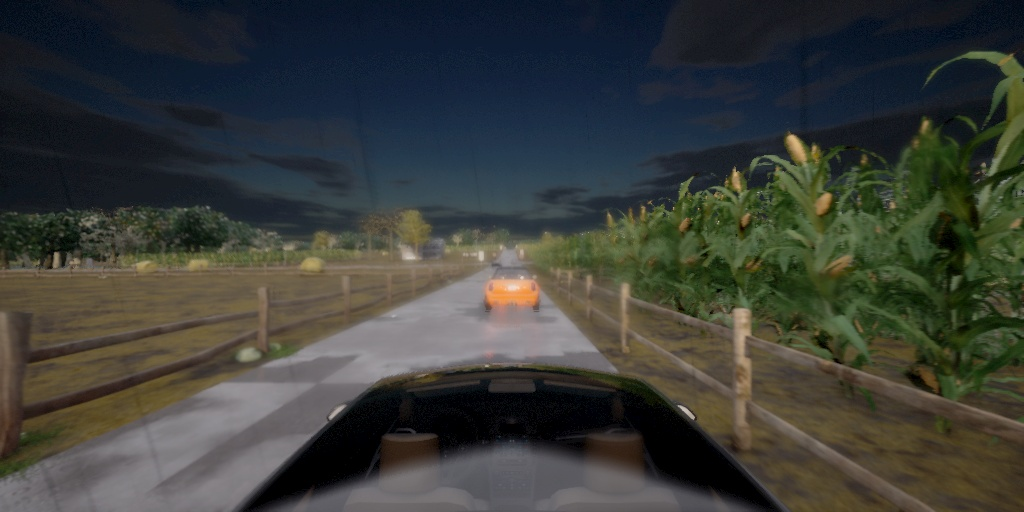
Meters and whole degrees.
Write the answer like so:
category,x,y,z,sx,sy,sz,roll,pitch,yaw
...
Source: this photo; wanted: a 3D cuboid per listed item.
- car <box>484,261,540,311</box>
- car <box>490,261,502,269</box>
category,x,y,z,sx,sy,sz,roll,pitch,yaw
car,0.022,1.217,15.231,2.097,1.767,4.553,0,-1,0
car,-2.782,1.543,64.029,1.895,1.301,4.718,0,1,1
